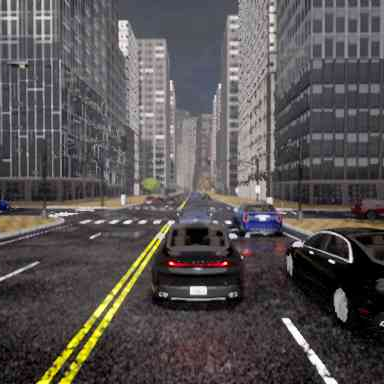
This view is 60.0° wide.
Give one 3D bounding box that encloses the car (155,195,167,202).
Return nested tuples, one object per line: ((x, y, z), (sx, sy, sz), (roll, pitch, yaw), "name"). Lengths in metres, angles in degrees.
((-6.323, 1.383, 67.996), (1.895, 1.301, 4.718), (0, 0, 0), "car")

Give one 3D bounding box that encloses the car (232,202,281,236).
((3.395, 1.300, 18.050), (2.097, 1.767, 4.553), (0, 0, 0), "car")

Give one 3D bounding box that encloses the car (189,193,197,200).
((0.208, 1.210, 79.360), (1.882, 1.535, 5.008), (0, 0, 0), "car")

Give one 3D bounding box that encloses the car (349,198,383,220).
((16.275, 1.452, 28.528), (5.009, 1.841, 2.192), (1, 1, 1), "car")

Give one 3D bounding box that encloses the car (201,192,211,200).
((3.458, 1.210, 79.349), (1.882, 1.535, 5.008), (0, 0, 0), "car")

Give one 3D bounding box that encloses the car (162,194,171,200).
((-6.287, 1.201, 81.721), (1.882, 1.535, 5.008), (0, 0, 0), "car")

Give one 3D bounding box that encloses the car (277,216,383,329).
((3.368, 1.484, 6.878), (1.837, 1.490, 4.892), (0, 0, 0), "car")

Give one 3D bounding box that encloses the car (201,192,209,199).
((3.485, 0.887, 89.737), (2.097, 1.767, 4.553), (0, 0, 0), "car")

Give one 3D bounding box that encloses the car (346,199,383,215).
((18.760, 1.556, 34.263), (4.892, 1.490, 1.837), (0, 1, 1), "car")

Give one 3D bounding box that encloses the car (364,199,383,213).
((21.906, 1.556, 36.800), (4.829, 1.417, 1.752), (1, 1, 1), "car")

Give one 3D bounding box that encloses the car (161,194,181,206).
((-3.198, 1.347, 51.459), (1.837, 1.490, 4.892), (0, 0, 0), "car")

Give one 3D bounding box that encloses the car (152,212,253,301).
((0.119, 1.481, 8.261), (1.837, 1.490, 4.892), (0, 0, 0), "car")

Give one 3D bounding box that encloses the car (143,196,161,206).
((-6.449, 1.366, 51.883), (1.812, 1.442, 4.674), (0, 0, 0), "car")

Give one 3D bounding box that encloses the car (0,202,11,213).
((-20.007, 1.241, 31.810), (5.008, 1.535, 1.882), (1, 1, 1), "car")

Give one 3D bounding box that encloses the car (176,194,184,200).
((-3.036, 1.244, 82.130), (1.812, 1.442, 4.674), (0, 0, 0), "car")

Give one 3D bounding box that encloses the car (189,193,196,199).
((0.235, 1.010, 89.777), (1.882, 1.535, 5.008), (0, 0, 0), "car")

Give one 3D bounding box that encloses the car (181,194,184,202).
((-3.094, 1.289, 67.270), (1.837, 1.490, 4.892), (0, 0, 1), "car")

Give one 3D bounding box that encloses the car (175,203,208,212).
((0.147, 1.496, 17.815), (2.033, 1.411, 5.357), (0, 0, 0), "car")
